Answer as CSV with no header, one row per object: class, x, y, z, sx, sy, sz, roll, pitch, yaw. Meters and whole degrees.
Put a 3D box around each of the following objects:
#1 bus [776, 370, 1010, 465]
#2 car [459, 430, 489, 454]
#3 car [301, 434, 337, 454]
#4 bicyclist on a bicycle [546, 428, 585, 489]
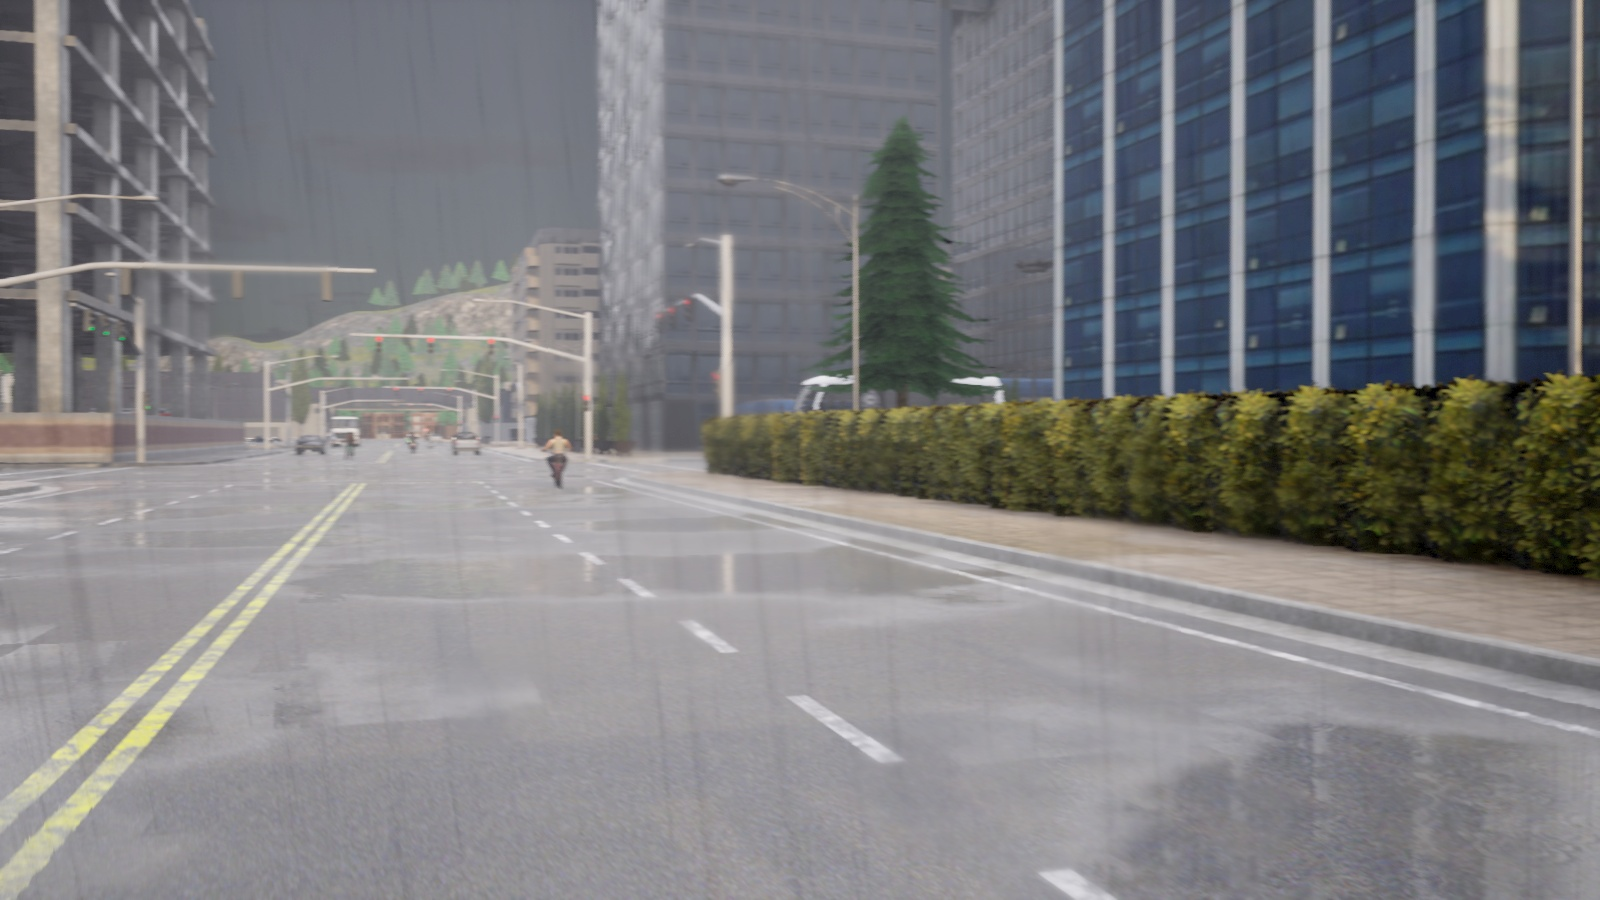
bus,4.366,-1.463,59.378,10.273,4.253,3.944,0,1,-17
car,-22.735,-0.570,87.587,1.851,1.617,3.988,0,1,-17
car,-34.544,-0.452,90.307,2.033,1.411,5.357,0,1,-17
bicyclist on a bicycle,-6.341,0.216,33.885,0.866,1.612,1.509,0,1,-17
